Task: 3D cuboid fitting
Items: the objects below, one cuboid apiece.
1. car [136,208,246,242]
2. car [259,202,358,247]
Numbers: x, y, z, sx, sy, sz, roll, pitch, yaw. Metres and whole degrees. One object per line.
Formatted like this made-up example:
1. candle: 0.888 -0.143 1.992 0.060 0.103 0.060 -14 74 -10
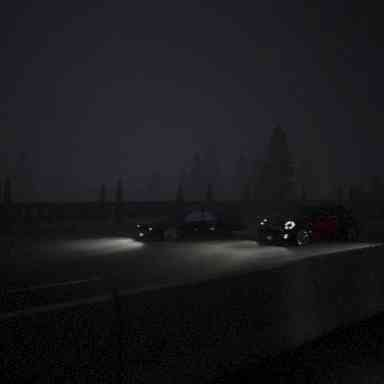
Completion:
1. car: 0.055 1.517 16.178 5.357 1.411 2.033 0 0 -30
2. car: 5.226 1.336 14.940 4.553 1.767 2.097 0 0 -27
